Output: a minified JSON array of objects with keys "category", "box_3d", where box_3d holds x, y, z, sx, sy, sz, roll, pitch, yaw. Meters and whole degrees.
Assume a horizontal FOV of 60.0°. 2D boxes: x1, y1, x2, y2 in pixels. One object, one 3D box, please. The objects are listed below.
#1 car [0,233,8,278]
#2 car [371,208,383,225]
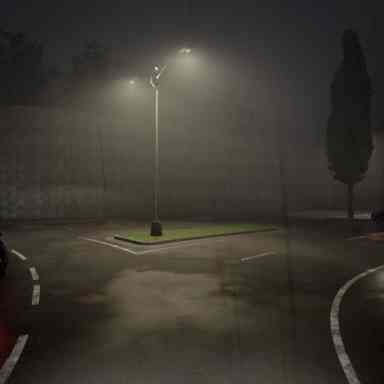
[{"category":"car","box_3d":[-6.417,1.601,9.376,1.895,1.301,4.718,0,0,-33]},{"category":"car","box_3d":[14.492,1.601,23.105,4.718,1.301,1.895,0,0,-37]}]
